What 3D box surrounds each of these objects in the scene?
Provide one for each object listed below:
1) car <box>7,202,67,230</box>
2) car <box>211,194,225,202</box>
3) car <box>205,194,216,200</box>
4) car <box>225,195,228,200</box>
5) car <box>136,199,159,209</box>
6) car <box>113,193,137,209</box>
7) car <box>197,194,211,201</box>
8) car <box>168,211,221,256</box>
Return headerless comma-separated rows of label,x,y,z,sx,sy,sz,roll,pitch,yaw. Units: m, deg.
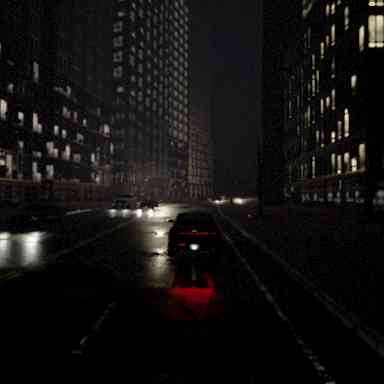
car,-9.669,1.431,21.113,1.882,1.535,5.008,0,0,1
car,5.908,1.438,78.672,1.882,1.535,5.008,0,0,13
car,5.036,1.382,88.493,1.837,1.490,4.892,0,0,16
car,8.397,1.434,88.456,1.812,1.442,4.674,0,0,16
car,-5.717,1.576,44.704,1.895,1.301,4.718,0,0,4
car,-8.958,1.196,44.922,2.150,2.045,5.566,0,0,4
car,2.534,1.431,78.486,1.882,1.535,5.008,0,0,13
car,0.097,1.515,13.109,1.837,1.490,4.892,0,0,0
